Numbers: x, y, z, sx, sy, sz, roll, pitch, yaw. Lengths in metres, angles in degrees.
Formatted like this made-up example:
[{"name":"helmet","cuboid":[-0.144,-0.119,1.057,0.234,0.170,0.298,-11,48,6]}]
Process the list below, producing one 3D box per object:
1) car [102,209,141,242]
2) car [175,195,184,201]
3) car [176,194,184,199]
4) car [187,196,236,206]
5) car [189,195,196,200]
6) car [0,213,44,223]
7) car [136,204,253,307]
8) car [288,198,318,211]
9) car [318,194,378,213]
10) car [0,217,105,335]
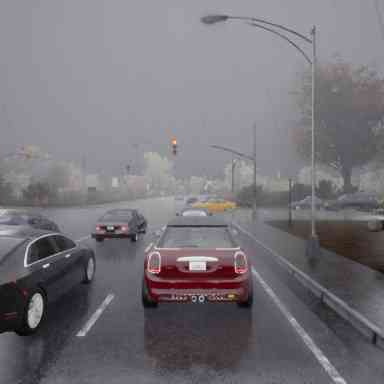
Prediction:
[{"name":"car","cuboid":[-3.387,1.547,16.358,2.033,1.411,5.357,0,0,0]},{"name":"car","cuboid":[-3.415,1.545,85.354,1.994,1.385,4.181,0,0,0]},{"name":"car","cuboid":[-3.365,1.402,95.380,1.994,1.385,4.181,0,0,1]},{"name":"car","cuboid":[2.245,1.477,35.688,5.008,1.535,1.882,0,-1,-15]},{"name":"car","cuboid":[0.136,1.524,95.385,1.812,1.442,4.674,0,0,1]},{"name":"car","cuboid":[-7.075,1.564,13.562,1.994,1.385,4.181,0,0,0]},{"name":"car","cuboid":[0.107,1.352,8.112,2.097,1.767,4.553,0,0,0]},{"name":"car","cuboid":[14.024,1.504,39.974,4.892,1.490,1.837,0,0,3]},{"name":"car","cuboid":[17.221,1.219,36.285,5.566,2.045,2.150,0,0,3]},{"name":"car","cuboid":[-3.393,1.505,6.699,1.837,1.490,4.892,0,0,0]}]
